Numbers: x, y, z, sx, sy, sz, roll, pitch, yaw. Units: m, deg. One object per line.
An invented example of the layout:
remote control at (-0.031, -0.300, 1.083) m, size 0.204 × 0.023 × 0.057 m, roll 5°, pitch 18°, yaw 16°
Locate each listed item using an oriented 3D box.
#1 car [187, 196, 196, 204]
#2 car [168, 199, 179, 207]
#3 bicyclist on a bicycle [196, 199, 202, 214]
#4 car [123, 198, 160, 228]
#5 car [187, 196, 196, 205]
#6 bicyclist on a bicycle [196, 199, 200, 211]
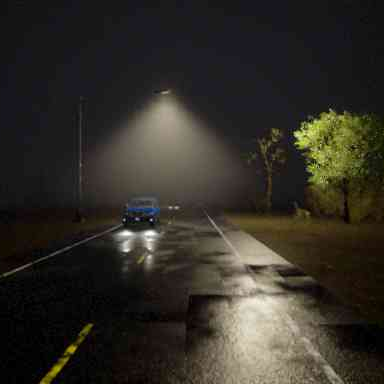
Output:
car at (-0.133, 2.006, 88.359) m, size 2.150 × 2.045 × 5.566 m, roll 0°, pitch -1°, yaw 0°
car at (-3.609, 2.157, 65.538) m, size 1.994 × 1.385 × 4.181 m, roll 0°, pitch -1°, yaw 0°
bicyclist on a bicycle at (0.904, 1.819, 39.653) m, size 0.582 × 1.620 × 1.656 m, roll 0°, pitch -1°, yaw 0°
car at (-3.636, 1.454, 24.835) m, size 2.150 × 2.045 × 5.566 m, roll 0°, pitch 0°, yaw 0°
car at (-0.113, 2.236, 75.220) m, size 1.994 × 1.385 × 4.181 m, roll 0°, pitch -1°, yaw 0°
bicyclist on a bicycle at (0.890, 1.899, 48.681) m, size 0.582 × 1.620 × 1.656 m, roll 0°, pitch -1°, yaw 0°
